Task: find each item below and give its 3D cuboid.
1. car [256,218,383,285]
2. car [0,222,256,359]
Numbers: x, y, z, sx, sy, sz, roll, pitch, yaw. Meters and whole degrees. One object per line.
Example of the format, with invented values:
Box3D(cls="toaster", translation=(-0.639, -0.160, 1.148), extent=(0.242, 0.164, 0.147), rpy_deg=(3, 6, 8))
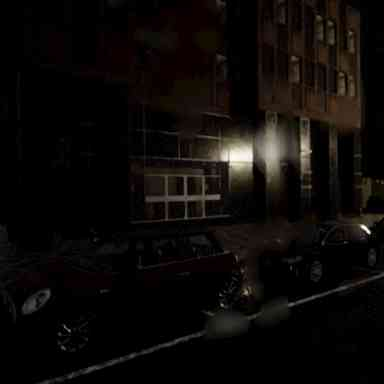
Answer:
Box3D(cls="car", translation=(3.484, 1.464, 9.119), extent=(4.403, 1.369, 2.008), rpy_deg=(-1, 0, -35))
Box3D(cls="car", translation=(-1.084, 1.414, 5.874), extent=(4.097, 1.590, 1.967), rpy_deg=(-1, 0, -35))
